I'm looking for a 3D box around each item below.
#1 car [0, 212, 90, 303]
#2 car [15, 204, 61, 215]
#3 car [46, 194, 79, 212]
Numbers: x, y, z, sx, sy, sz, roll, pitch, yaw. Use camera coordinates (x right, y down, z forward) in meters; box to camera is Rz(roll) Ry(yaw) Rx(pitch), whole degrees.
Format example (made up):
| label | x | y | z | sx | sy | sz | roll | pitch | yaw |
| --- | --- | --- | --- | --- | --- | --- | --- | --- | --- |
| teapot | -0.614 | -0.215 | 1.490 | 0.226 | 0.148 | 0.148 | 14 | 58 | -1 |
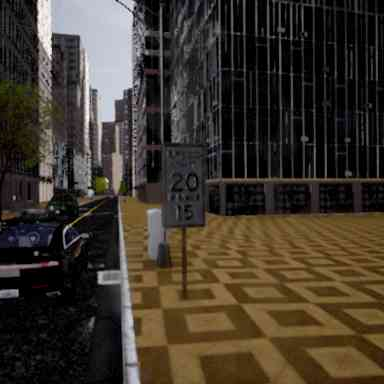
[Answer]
| label | x | y | z | sx | sy | sz | roll | pitch | yaw |
| --- | --- | --- | --- | --- | --- | --- | --- | --- | --- |
| car | -3.590 | 1.483 | 7.930 | 2.128 | 1.511 | 4.902 | -1 | 0 | -13 |
| car | -8.848 | 1.604 | 18.441 | 1.895 | 1.301 | 4.718 | -1 | 0 | -12 |
| car | -11.138 | 1.221 | 28.775 | 2.150 | 2.045 | 5.566 | -1 | 0 | -12 |
